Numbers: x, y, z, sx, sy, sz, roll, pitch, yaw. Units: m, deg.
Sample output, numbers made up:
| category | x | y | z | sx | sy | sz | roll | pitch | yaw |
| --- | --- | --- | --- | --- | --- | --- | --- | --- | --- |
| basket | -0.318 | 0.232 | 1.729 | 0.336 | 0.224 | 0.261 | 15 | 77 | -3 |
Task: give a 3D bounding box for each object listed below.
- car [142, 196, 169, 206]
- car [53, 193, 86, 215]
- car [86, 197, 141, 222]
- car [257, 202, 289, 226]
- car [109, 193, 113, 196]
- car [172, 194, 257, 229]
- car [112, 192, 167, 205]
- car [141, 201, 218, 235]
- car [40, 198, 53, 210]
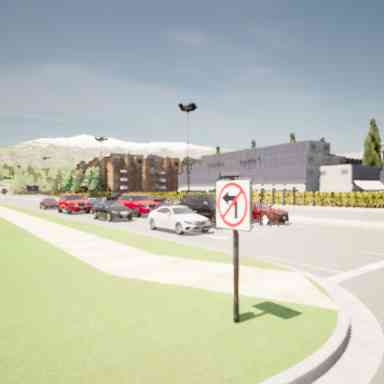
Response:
| category | x | y | z | sx | sy | sz | roll | pitch | yaw |
| --- | --- | --- | --- | --- | --- | --- | --- | --- | --- |
| car | -5.697 | 1.369 | 51.272 | 1.882 | 1.535 | 5.008 | 0 | 0 | -36 |
| car | -12.227 | 1.181 | 34.361 | 2.150 | 2.045 | 5.566 | 0 | 0 | -36 |
| car | -6.306 | 1.450 | 26.204 | 2.128 | 1.511 | 4.902 | 0 | 0 | -36 |
| car | 4.461 | 1.400 | 23.313 | 1.882 | 1.535 | 5.008 | 0 | 0 | -36 |
| car | -14.296 | 1.116 | 63.223 | 2.150 | 2.045 | 5.566 | 0 | 0 | -36 |
| car | 1.267 | 1.161 | 21.750 | 2.150 | 2.045 | 5.566 | 0 | 0 | -36 |
| car | -4.874 | 1.164 | 30.184 | 2.150 | 2.045 | 5.566 | 0 | 0 | -36 |
| car | -0.833 | 1.481 | 18.732 | 1.812 | 1.442 | 4.674 | 0 | 0 | -35 |
| car | -18.342 | 1.489 | 42.895 | 1.812 | 1.442 | 4.674 | 0 | 0 | -35 |
